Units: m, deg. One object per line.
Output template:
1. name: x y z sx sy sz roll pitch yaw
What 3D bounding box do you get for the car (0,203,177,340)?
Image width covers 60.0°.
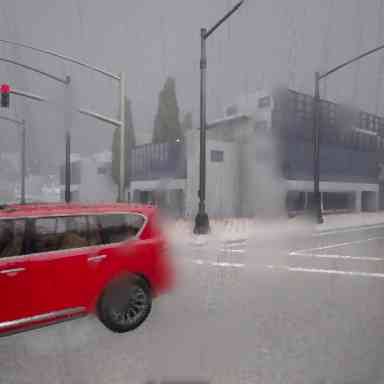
1. car: -2.868 1.225 5.224 5.566 2.045 2.150 0 0 -37
